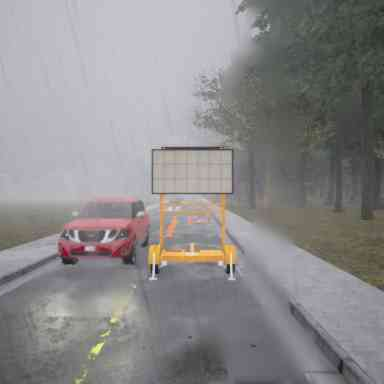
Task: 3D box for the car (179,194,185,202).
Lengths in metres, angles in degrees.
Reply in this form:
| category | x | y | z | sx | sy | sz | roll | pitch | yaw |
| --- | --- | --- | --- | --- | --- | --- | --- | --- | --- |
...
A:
| category | x | y | z | sx | sy | sz | roll | pitch | yaw |
| --- | --- | --- | --- | --- | --- | --- | --- | --- | --- |
| car | -2.638 | 1.353 | 77.100 | 2.097 | 1.767 | 4.553 | 0 | 0 | 0 |

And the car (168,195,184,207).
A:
| category | x | y | z | sx | sy | sz | roll | pitch | yaw |
| --- | --- | --- | --- | --- | --- | --- | --- | --- | --- |
| car | -2.770 | 1.547 | 52.925 | 2.033 | 1.411 | 5.357 | 0 | 0 | 0 |

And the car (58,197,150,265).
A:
| category | x | y | z | sx | sy | sz | roll | pitch | yaw |
| --- | --- | --- | --- | --- | --- | --- | --- | --- | --- |
| car | -2.831 | 1.221 | 12.021 | 2.150 | 2.045 | 5.566 | 0 | 0 | 0 |

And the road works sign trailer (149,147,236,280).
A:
| category | x | y | z | sx | sy | sz | roll | pitch | yaw |
| --- | --- | --- | --- | --- | --- | --- | --- | --- | --- |
| road works sign trailer | 0.016 | 0.464 | 9.895 | 2.380 | 3.560 | 2.880 | 0 | 0 | 0 |
